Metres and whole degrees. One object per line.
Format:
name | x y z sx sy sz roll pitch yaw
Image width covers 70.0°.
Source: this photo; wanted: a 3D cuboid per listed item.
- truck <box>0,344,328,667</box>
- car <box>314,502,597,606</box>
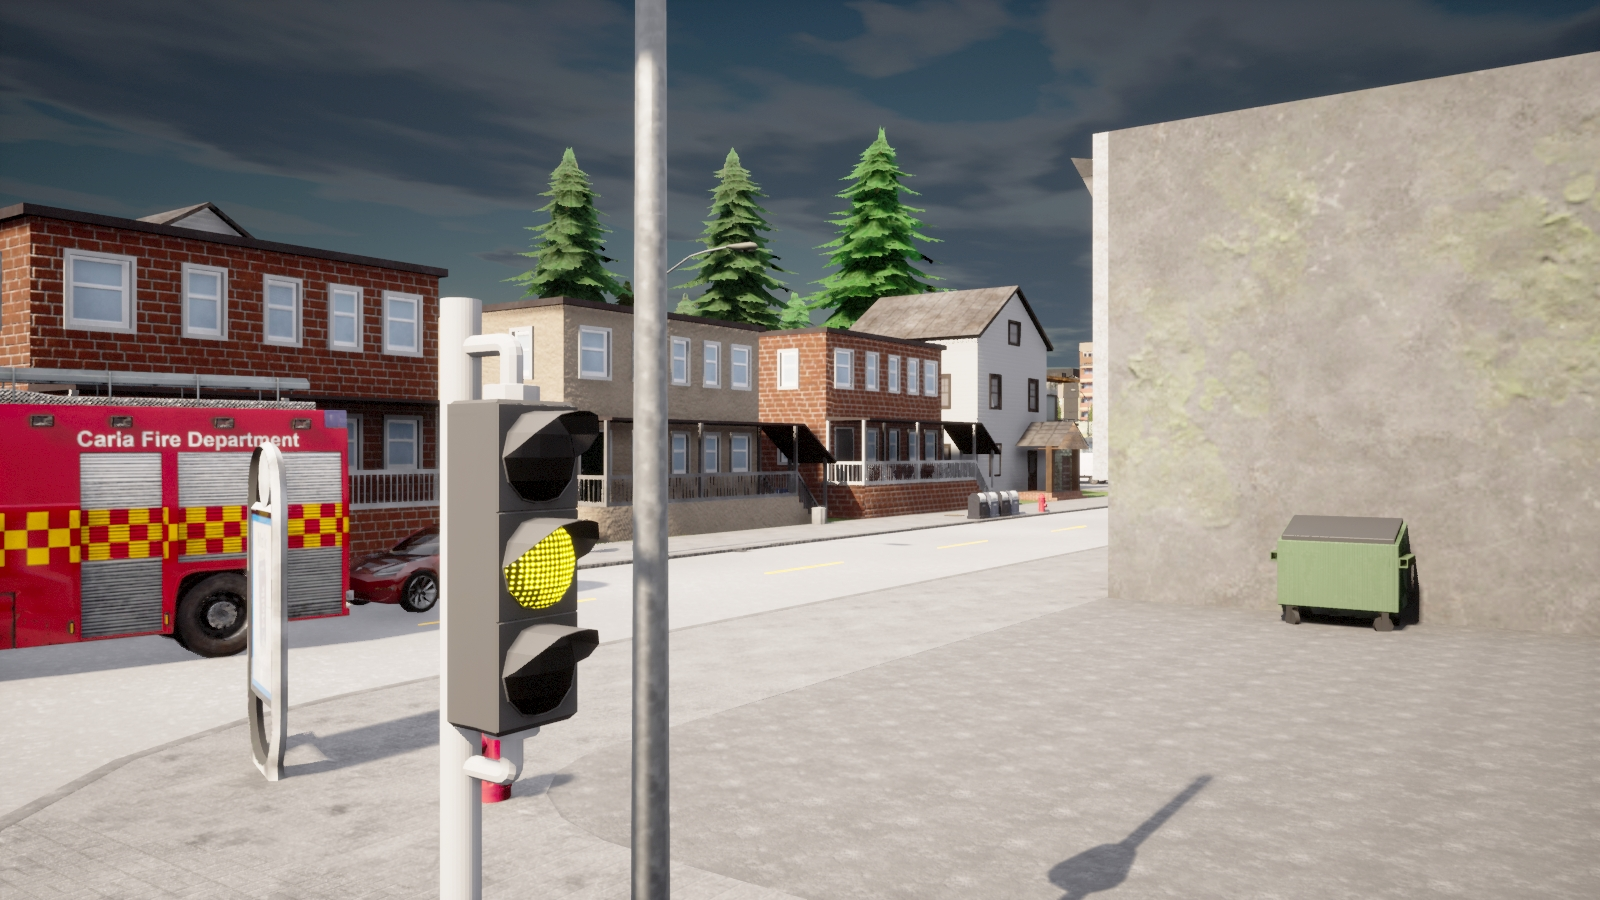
truck | -10.773 0.661 14.360 8.468 3.827 2.891 0 0 -42
car | -6.309 1.835 21.482 2.163 1.488 4.792 0 0 35
